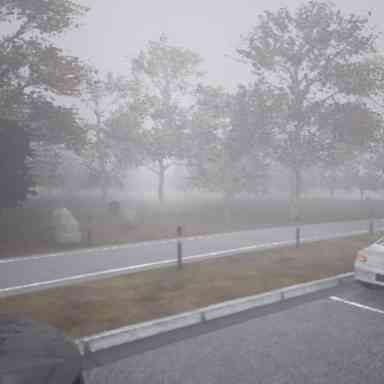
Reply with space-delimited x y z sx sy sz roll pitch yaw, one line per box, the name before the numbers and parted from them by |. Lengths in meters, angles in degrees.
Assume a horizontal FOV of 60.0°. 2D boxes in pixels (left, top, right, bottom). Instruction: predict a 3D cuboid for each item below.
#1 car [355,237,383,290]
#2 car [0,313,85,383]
car | 5.642 1.489 7.569 4.674 1.452 2.002 0 -1 -31
car | -3.156 1.482 1.773 5.008 1.535 2.097 -1 1 -33
